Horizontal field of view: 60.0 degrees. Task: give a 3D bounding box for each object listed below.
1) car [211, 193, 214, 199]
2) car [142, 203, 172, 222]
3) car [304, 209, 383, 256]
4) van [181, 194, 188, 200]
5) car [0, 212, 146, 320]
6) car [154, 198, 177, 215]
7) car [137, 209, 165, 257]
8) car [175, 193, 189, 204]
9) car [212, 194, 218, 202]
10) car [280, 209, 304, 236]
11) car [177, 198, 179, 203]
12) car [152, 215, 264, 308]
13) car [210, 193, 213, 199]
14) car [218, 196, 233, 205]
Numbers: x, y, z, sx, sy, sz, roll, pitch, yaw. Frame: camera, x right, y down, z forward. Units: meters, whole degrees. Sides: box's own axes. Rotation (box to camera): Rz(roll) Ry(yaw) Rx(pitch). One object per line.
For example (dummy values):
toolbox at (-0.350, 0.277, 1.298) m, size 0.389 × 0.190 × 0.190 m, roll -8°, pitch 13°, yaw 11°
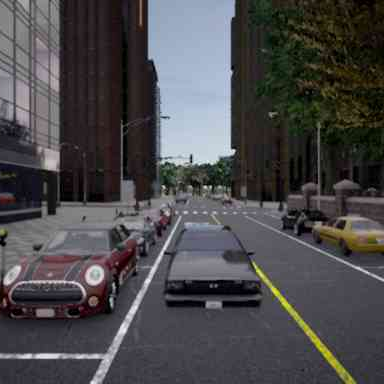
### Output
car at (6.386, 1.593, 82.921) m, size 1.887 × 1.381 × 4.507 m, roll 0°, pitch 0°, yaw 0°
car at (-2.346, 1.550, 18.314) m, size 1.887 × 1.381 × 4.507 m, roll 0°, pitch 0°, yaw 0°
car at (6.162, 1.530, 13.002) m, size 1.752 × 1.417 × 4.829 m, roll 0°, pitch 0°, yaw 0°
van at (-2.105, 1.398, 93.824) m, size 1.690 × 1.788 × 3.998 m, roll 0°, pitch 0°, yaw 0°
car at (-2.381, 1.442, 7.400) m, size 1.967 × 1.590 × 4.097 m, roll 0°, pitch 0°, yaw 0°
car at (-2.329, 1.447, 23.771) m, size 1.967 × 1.590 × 4.097 m, roll 0°, pitch 0°, yaw 0°
car at (-2.363, 1.554, 12.857) m, size 2.008 × 1.369 × 4.403 m, roll 0°, pitch 0°, yaw 0°
car at (-2.192, 1.348, 66.636) m, size 2.192 × 1.841 × 5.009 m, roll 0°, pitch 0°, yaw 0°
car at (6.368, 1.594, 77.483) m, size 2.008 × 1.369 × 4.403 m, roll 0°, pitch 0°, yaw 0°
car at (6.179, 1.572, 18.289) m, size 1.947 × 1.339 × 4.313 m, roll 0°, pitch 0°, yaw 0°
car at (-2.312, 1.535, 29.058) m, size 1.752 × 1.417 × 4.829 m, roll 0°, pitch 0°, yaw 0°
car at (0.385, 1.550, 8.370) m, size 2.033 × 1.411 × 5.357 m, roll 0°, pitch 0°, yaw 0°
car at (6.403, 1.598, 88.359) m, size 1.887 × 1.381 × 4.507 m, roll 0°, pitch 0°, yaw 0°
car at (6.316, 1.470, 61.171) m, size 1.967 × 1.590 × 4.097 m, roll 0°, pitch 0°, yaw 0°
